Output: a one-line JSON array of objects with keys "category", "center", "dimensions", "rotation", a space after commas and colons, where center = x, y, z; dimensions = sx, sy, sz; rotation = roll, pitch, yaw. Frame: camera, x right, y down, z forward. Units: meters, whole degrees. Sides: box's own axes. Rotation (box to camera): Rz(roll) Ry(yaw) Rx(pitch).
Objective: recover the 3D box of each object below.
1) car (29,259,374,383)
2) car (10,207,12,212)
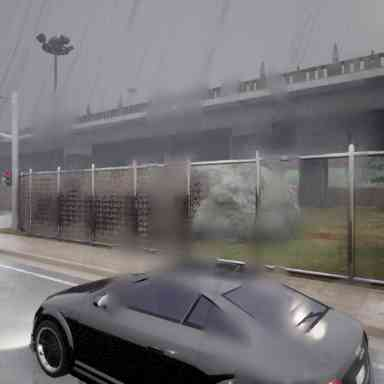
[{"category": "car", "center": [-0.146, 1.564, 4.094], "dimensions": [4.181, 1.385, 1.994], "rotation": [0, 0, 36]}, {"category": "car", "center": [-15.513, 1.277, 34.198], "dimensions": [2.150, 2.045, 5.566], "rotation": [0, 0, 35]}]
